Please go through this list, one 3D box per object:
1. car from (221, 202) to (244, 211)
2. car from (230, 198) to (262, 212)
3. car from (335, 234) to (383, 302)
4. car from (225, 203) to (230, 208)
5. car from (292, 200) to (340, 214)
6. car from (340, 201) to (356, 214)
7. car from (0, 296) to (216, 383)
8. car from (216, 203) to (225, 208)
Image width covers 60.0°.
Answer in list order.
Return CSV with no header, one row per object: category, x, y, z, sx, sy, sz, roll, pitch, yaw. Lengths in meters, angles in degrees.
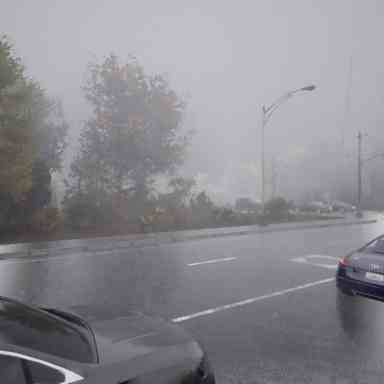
car,8.064,2.881,66.279,2.097,1.767,4.553,0,-3,-32
car,8.235,1.831,45.953,2.150,2.045,5.566,0,-3,-32
car,5.112,1.574,7.402,4.181,1.385,1.994,0,0,-34
car,6.445,2.564,55.367,2.128,1.511,4.902,0,-3,-32
car,13.534,1.741,37.550,2.128,1.511,4.902,0,-2,-32
car,16.713,1.741,39.052,2.128,1.511,4.902,0,-2,-34
car,-2.033,1.505,2.297,4.892,1.490,1.837,0,0,-36
car,2.792,2.480,54.602,2.097,1.767,4.553,0,-3,-32
